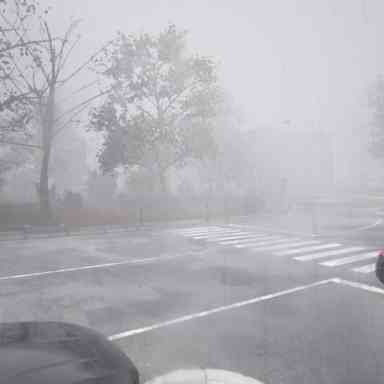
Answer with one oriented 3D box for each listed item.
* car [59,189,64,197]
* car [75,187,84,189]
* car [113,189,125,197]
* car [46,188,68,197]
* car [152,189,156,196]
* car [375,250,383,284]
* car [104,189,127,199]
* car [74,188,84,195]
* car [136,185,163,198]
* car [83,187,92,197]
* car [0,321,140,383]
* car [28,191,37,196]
[{"bbox_3d":[-26.112,0.294,72.451,2.231,1.521,4.892,-1,2,18],"label":"car"},{"bbox_3d":[-23.787,0.062,70.567,2.435,2.045,5.566,0,2,18],"label":"car"},{"bbox_3d":[-12.038,0.125,61.458,2.185,1.767,4.553,-2,1,17],"label":"car"},{"bbox_3d":[-30.753,0.103,76.151,2.185,1.767,4.553,0,2,19],"label":"car"},{"bbox_3d":[-4.889,0.127,56.140,2.231,1.521,4.892,-1,2,16],"label":"car"},{"bbox_3d":[6.383,1.538,8.165,4.181,1.385,1.994,0,0,-34],"label":"car"},{"bbox_3d":[-14.433,0.286,63.111,1.946,1.575,5.366,-1,2,17],"label":"car"},{"bbox_3d":[-21.445,0.351,68.735,2.163,1.488,4.792,-1,2,18],"label":"car"},{"bbox_3d":[-7.290,-0.082,57.878,2.435,2.045,5.566,-1,2,17],"label":"car"},{"bbox_3d":[-19.091,0.192,66.956,2.185,1.767,4.553,-1,2,18],"label":"car"},{"bbox_3d":[-2.635,1.500,1.892,4.892,1.490,1.837,2,-1,-35],"label":"car"},{"bbox_3d":[-37.635,0.114,81.832,2.097,1.535,5.008,0,2,20],"label":"car"}]
